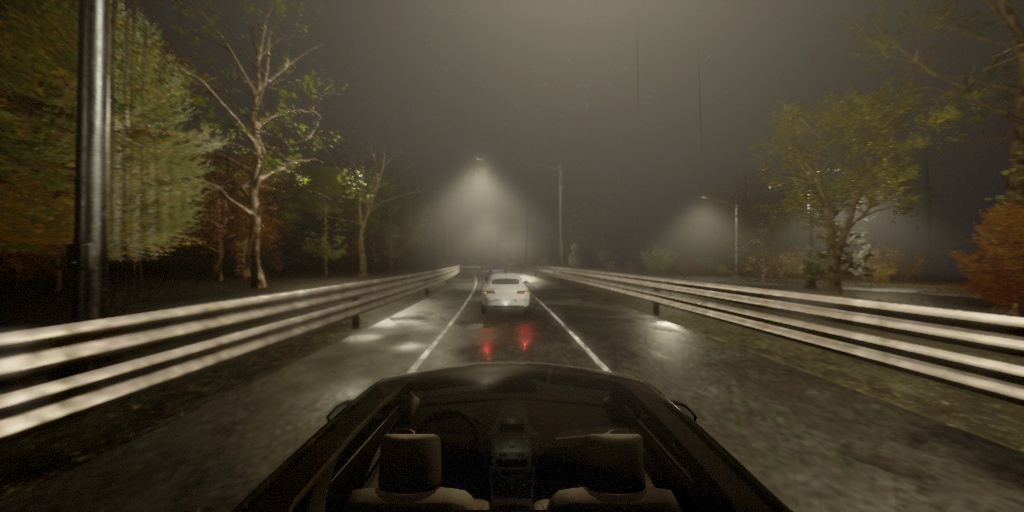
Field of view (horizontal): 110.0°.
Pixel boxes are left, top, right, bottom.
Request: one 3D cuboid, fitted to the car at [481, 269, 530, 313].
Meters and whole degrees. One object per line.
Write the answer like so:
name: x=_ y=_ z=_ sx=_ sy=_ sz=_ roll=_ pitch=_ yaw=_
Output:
car: x=-0.286 y=1.448 z=14.884 sx=1.812 sy=1.442 sz=4.674 roll=0 pitch=0 yaw=-2
